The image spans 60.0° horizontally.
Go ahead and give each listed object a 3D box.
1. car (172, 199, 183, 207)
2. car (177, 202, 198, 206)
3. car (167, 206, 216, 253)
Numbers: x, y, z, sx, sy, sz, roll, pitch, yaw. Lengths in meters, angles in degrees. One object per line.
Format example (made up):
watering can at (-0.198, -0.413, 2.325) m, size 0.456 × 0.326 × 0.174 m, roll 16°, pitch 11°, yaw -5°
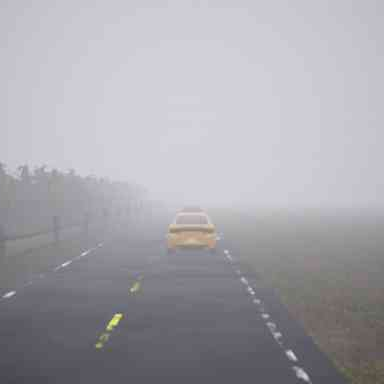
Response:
car at (-2.826, 2.162, 66.069) m, size 2.128 × 1.511 × 4.902 m, roll 0°, pitch -1°, yaw 1°
car at (-0.018, 1.854, 29.305) m, size 1.994 × 1.385 × 4.181 m, roll 0°, pitch -1°, yaw 0°
car at (-0.004, 1.620, 14.484) m, size 1.882 × 1.535 × 5.008 m, roll 0°, pitch 0°, yaw 0°
